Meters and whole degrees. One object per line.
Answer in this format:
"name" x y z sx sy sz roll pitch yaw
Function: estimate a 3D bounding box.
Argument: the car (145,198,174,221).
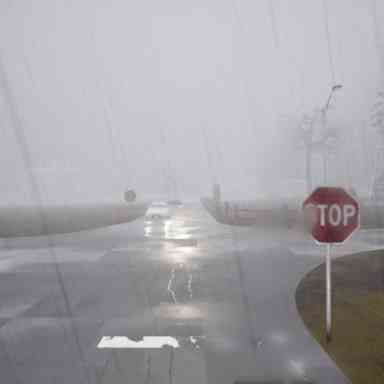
"car" -2.733 1.575 27.774 1.812 1.442 4.674 0 1 0

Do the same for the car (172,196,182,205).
"car" -2.723 1.508 57.509 1.882 1.535 5.008 0 0 0
